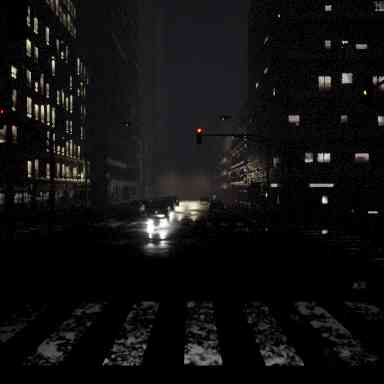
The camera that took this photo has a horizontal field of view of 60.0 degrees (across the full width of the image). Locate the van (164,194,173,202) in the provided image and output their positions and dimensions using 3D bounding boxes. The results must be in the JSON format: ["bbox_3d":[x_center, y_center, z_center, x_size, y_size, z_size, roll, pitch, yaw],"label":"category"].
[{"bbox_3d":[-5.567,1.322,78.254,1.690,1.788,3.998,-1,0,0],"label":"van"}]

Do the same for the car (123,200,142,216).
[{"bbox_3d":[-5.646,1.516,32.847,1.752,1.417,4.829,-1,0,0],"label":"car"}]

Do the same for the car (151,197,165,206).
[{"bbox_3d":[-5.605,1.530,55.635,1.887,1.381,4.507,-1,0,0],"label":"car"}]

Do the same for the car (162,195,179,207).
[{"bbox_3d":[-3.023,1.480,40.484,2.128,1.511,4.902,0,0,0],"label":"car"}]

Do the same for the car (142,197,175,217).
[{"bbox_3d":[-3.046,1.482,30.999,2.128,1.511,4.902,0,0,0],"label":"car"}]

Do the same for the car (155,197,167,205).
[{"bbox_3d":[-5.594,1.567,61.290,1.802,1.307,4.206,-1,0,0],"label":"car"}]

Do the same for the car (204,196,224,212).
[{"bbox_3d":[2.744,1.540,38.657,2.008,1.369,4.403,-1,0,0],"label":"car"}]

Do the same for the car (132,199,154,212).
[{"bbox_3d":[-5.635,1.555,38.672,1.947,1.339,4.313,-1,0,0],"label":"car"}]

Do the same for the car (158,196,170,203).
[{"bbox_3d":[-5.585,1.528,66.944,1.887,1.381,4.507,-1,0,0],"label":"car"}]

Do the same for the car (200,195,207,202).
[{"bbox_3d":[2.804,1.422,72.585,1.967,1.590,4.097,-1,0,0],"label":"car"}]

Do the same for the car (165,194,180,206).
[{"bbox_3d":[-2.999,1.339,50.448,2.097,1.767,4.553,0,0,0],"label":"car"}]
